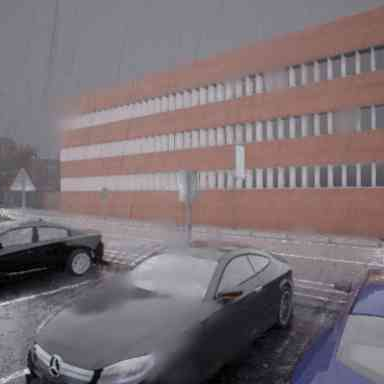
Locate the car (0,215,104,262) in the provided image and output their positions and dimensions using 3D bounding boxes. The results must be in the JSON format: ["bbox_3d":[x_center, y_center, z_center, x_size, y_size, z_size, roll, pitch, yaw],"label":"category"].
[{"bbox_3d":[-4.538,1.484,8.231,2.097,1.535,5.008,0,0,35],"label":"car"}]

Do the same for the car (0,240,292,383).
[{"bbox_3d":[0.063,1.522,4.949,2.002,1.452,4.674,0,0,35],"label":"car"}]

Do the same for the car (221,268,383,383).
[{"bbox_3d":[2.361,1.520,3.305,2.002,1.452,4.674,0,0,35],"label":"car"}]
